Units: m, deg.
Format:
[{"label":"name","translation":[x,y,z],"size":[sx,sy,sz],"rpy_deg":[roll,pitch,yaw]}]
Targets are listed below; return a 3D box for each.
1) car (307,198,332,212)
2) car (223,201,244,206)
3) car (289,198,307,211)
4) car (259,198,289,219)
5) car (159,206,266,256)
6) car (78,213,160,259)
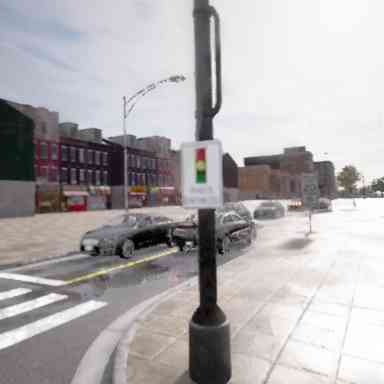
[{"label":"car","translation":[15.005,1.488,38.568],"size":[1.837,1.490,4.892],"rpy_deg":[-2,-1,29]},{"label":"car","translation":[2.154,1.455,21.314],"size":[2.097,1.767,4.553],"rpy_deg":[-2,-1,29]},{"label":"car","translation":[13.160,1.544,41.091],"size":[1.882,1.535,5.008],"rpy_deg":[-2,-1,29]},{"label":"car","translation":[7.007,1.592,30.065],"size":[1.837,1.490,4.892],"rpy_deg":[-2,0,29]},{"label":"car","translation":[1.081,1.514,13.369],"size":[2.128,1.511,4.902],"rpy_deg":[-2,-1,29]},{"label":"car","translation":[-2.278,1.605,13.274],"size":[2.128,1.511,4.902],"rpy_deg":[-2,-1,29]}]
